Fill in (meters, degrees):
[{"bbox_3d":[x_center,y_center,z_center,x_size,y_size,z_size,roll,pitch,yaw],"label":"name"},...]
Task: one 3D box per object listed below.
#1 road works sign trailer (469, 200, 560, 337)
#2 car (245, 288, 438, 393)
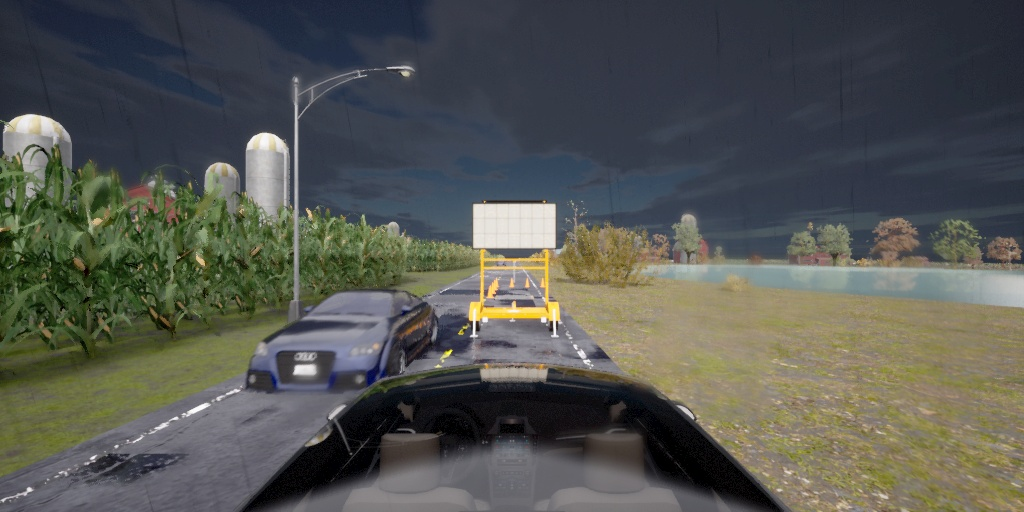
[{"bbox_3d":[0.069,0.217,10.259,2.380,3.560,2.880,0,0,0],"label":"road works sign trailer"},{"bbox_3d":[-2.706,1.315,6.709,1.994,1.385,4.181,0,0,0],"label":"car"}]
